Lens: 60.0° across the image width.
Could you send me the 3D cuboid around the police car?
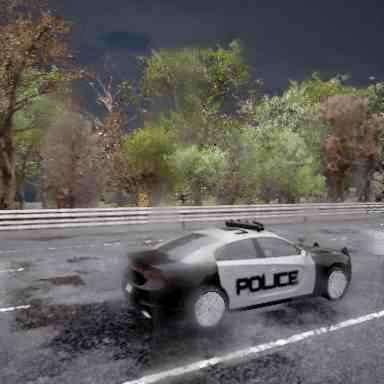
[{"bbox_3d":[1.198,1.427,6.885,5.238,1.638,1.930,0,0,-28],"label":"police car"}]
